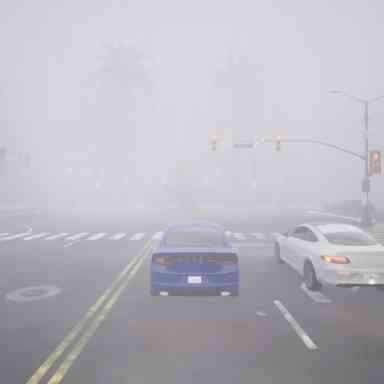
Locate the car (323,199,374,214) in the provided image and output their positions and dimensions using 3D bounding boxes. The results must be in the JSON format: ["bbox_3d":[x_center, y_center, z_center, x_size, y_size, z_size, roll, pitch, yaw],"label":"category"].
[{"bbox_3d":[16.031,1.504,34.129,4.892,1.490,1.837,0,0,0],"label":"car"}]

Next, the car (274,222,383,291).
[{"bbox_3d":[3.563,1.526,8.901,1.812,1.442,4.674,0,0,0],"label":"car"}]

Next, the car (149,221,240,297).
[{"bbox_3d":[0.062,1.478,8.650,1.882,1.535,5.008,0,0,0],"label":"car"}]
